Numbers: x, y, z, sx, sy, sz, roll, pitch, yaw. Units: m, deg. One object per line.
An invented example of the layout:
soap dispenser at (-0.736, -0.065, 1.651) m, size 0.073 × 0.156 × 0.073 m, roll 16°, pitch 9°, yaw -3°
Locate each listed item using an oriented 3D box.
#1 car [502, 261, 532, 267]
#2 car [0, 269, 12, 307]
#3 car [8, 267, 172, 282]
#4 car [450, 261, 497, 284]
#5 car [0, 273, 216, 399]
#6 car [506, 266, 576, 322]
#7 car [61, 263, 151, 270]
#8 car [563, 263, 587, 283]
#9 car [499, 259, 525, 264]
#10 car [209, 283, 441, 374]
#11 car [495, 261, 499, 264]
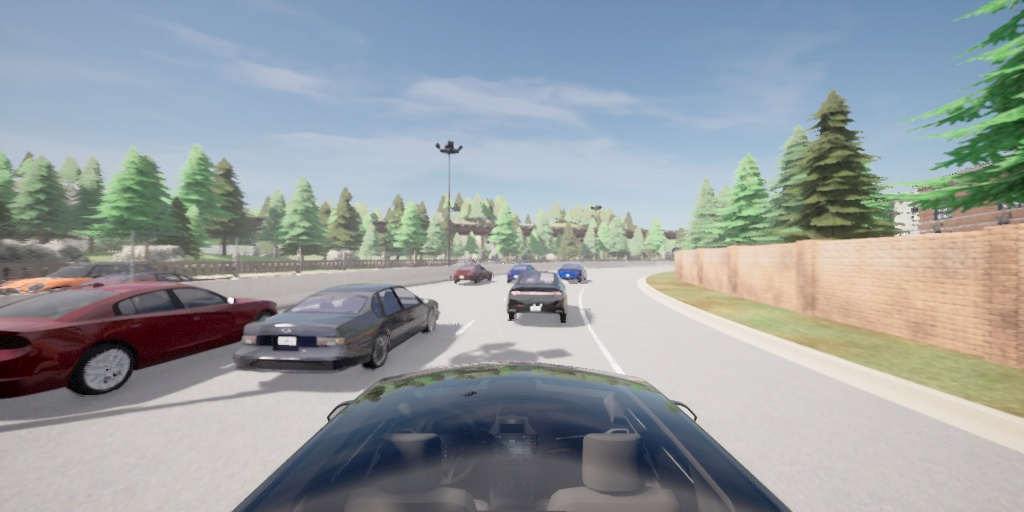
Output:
car at (0.961, 1.376, 28.578) m, size 1.812 × 1.442 × 4.674 m, roll 0°, pitch 0°, yaw 17°
car at (-20.429, 1.210, 11.583) m, size 1.812 × 1.442 × 4.674 m, roll 0°, pitch 0°, yaw 6°
car at (-13.348, 1.271, 12.731) m, size 2.033 × 1.411 × 5.357 m, roll 0°, pitch 0°, yaw 7°
car at (-2.962, 1.353, 27.704) m, size 1.812 × 1.442 × 4.674 m, roll 0°, pitch 0°, yaw 16°
car at (-6.616, 1.212, 6.600) m, size 1.882 × 1.535 × 5.008 m, roll 0°, pitch 0°, yaw 3°
car at (0.958, 1.284, 12.527) m, size 2.128 × 1.511 × 4.902 m, roll 0°, pitch 0°, yaw 7°
car at (-16.624, 1.064, 14.117) m, size 2.097 × 1.767 × 4.553 m, roll 0°, pitch 0°, yaw 8°
car at (5.077, 1.353, 29.943) m, size 1.882 × 1.535 × 5.008 m, roll 0°, pitch 0°, yaw 18°
car at (0.556, 1.288, 53.548) m, size 2.097 × 1.767 × 4.553 m, roll 0°, pitch 0°, yaw 31°
car at (-3.108, 1.304, 7.770) m, size 2.033 × 1.411 × 5.357 m, roll 0°, pitch 0°, yaw 5°
car at (-2.784, 1.450, 54.789) m, size 1.812 × 1.442 × 4.674 m, roll 0°, pitch 0°, yaw 31°
